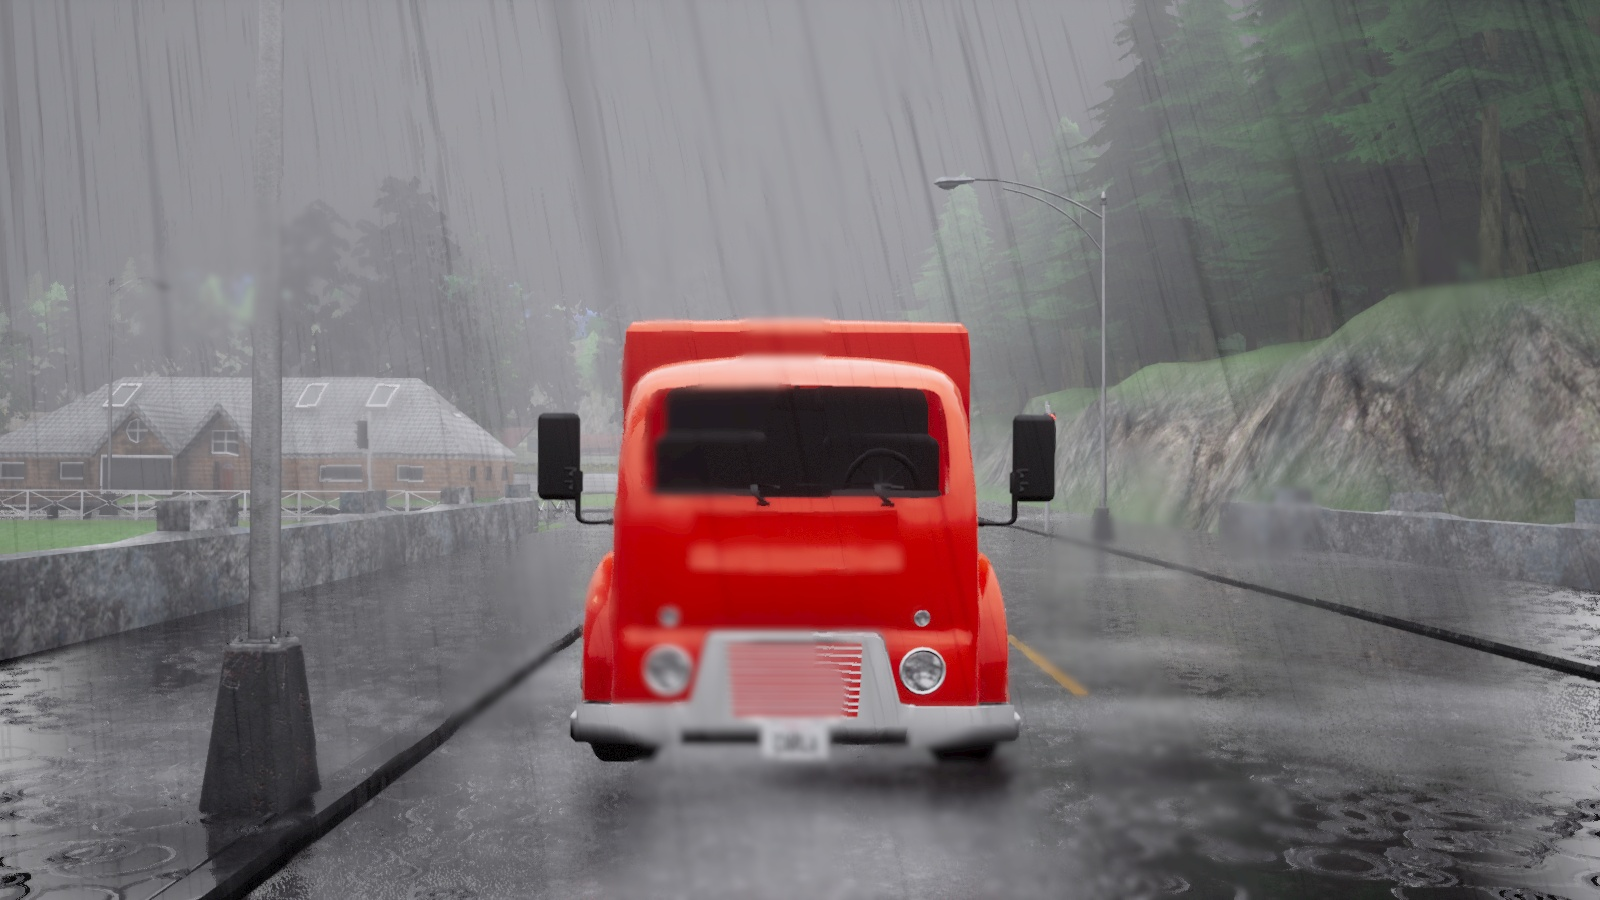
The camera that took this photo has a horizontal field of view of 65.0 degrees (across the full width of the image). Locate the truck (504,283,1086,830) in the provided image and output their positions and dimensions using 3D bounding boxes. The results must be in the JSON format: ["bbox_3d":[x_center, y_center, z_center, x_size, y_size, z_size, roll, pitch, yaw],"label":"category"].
[{"bbox_3d":[-0.024,0.437,8.285,2.627,2.467,5.204,0,1,0],"label":"truck"}]
